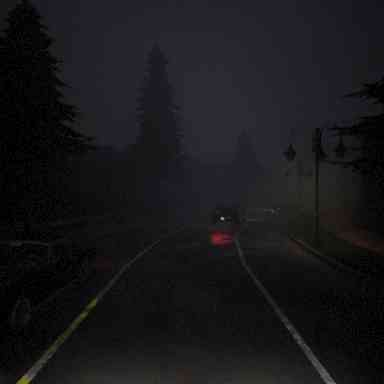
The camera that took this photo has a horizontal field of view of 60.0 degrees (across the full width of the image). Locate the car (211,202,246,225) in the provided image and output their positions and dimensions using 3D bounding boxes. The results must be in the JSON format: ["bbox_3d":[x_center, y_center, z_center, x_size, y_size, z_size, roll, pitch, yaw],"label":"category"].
[{"bbox_3d":[2.734,1.514,24.184,1.837,1.490,4.892,0,0,17],"label":"car"}]

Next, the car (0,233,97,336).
[{"bbox_3d":[-3.534,1.604,6.791,1.895,1.301,4.718,0,0,1],"label":"car"}]

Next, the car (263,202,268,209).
[{"bbox_3d":[11.727,1.619,45.563,4.718,1.301,1.895,0,0,-44],"label":"car"}]

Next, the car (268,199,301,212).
[{"bbox_3d":[11.266,1.617,39.582,1.895,1.301,4.718,0,0,39],"label":"car"}]
